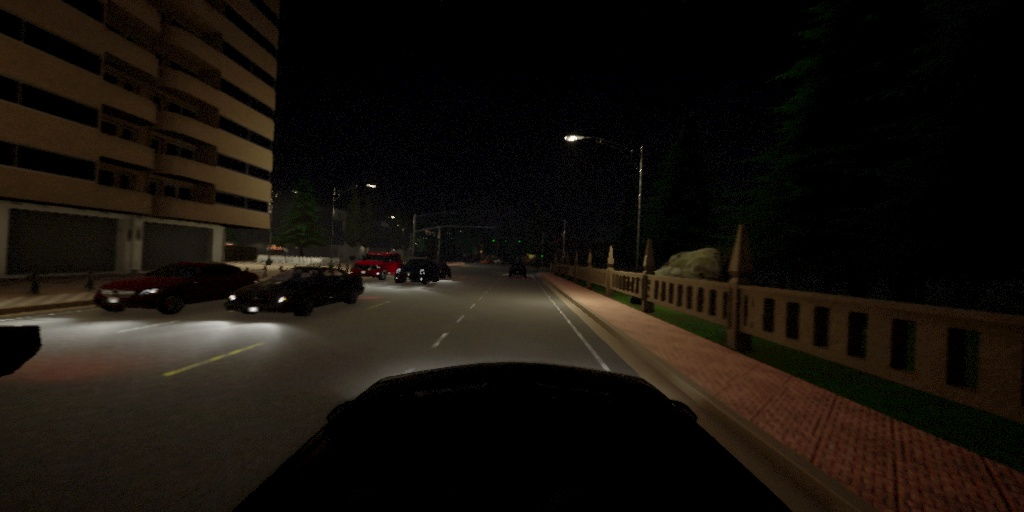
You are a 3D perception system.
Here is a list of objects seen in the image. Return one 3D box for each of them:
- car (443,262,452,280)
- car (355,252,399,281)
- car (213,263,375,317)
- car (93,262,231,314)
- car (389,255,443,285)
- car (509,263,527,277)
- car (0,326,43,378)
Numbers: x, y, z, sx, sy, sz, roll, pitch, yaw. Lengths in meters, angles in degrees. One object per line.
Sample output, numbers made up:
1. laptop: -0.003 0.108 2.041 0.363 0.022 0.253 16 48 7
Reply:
1. car: -6.548 1.234 31.622 1.812 1.442 4.674 2 -1 2
2. car: -10.135 0.740 27.406 2.150 2.045 5.566 2 0 1
3. car: -6.942 1.087 12.362 2.033 1.411 5.357 2 0 1
4. car: -10.437 0.914 11.764 1.812 1.442 4.674 2 0 1
5. car: -6.600 1.019 25.289 2.097 1.767 4.553 2 0 1
6. car: 0.669 1.561 40.786 1.882 1.535 5.008 2 -1 1
7. car: -7.123 1.056 2.420 1.895 1.301 4.718 2 0 1
